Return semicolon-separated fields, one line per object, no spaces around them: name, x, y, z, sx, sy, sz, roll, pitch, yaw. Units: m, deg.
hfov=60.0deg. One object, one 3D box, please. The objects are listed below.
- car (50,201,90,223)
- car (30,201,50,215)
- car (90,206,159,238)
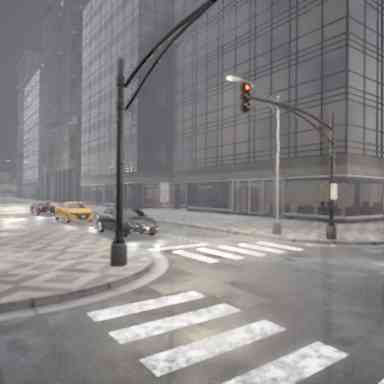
car;-9.313;1.527;26.109;1.882;1.535;5.008;1;-1;-36
car;-15.414;1.640;34.572;1.895;1.301;4.718;1;0;-36
car;-3.663;1.566;18.327;1.837;1.490;4.892;1;0;-38
